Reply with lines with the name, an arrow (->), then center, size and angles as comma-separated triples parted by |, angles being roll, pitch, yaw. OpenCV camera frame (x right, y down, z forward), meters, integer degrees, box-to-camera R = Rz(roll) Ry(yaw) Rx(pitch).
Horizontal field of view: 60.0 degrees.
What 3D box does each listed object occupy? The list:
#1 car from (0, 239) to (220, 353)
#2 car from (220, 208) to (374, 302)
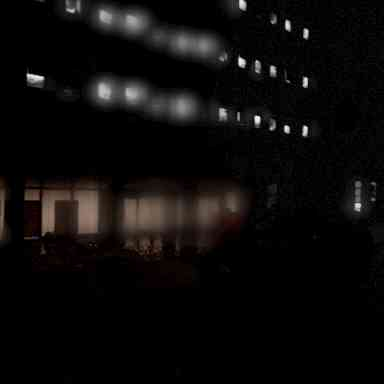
car -> -2.019, 1.538, 5.272 | 4.829, 1.417, 1.752 | 1, 0, -36
car -> 2.761, 1.383, 8.645 | 5.009, 1.841, 2.192 | 1, 0, -36
